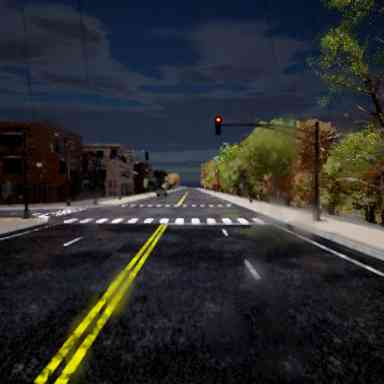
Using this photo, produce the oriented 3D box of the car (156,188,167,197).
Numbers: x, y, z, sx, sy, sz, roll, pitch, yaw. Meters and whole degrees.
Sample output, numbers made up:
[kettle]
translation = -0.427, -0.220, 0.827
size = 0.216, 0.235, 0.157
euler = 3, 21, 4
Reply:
[car]
translation = -6.627, 0.052, 73.272
size = 2.150, 2.045, 5.566
euler = 0, 1, 0
